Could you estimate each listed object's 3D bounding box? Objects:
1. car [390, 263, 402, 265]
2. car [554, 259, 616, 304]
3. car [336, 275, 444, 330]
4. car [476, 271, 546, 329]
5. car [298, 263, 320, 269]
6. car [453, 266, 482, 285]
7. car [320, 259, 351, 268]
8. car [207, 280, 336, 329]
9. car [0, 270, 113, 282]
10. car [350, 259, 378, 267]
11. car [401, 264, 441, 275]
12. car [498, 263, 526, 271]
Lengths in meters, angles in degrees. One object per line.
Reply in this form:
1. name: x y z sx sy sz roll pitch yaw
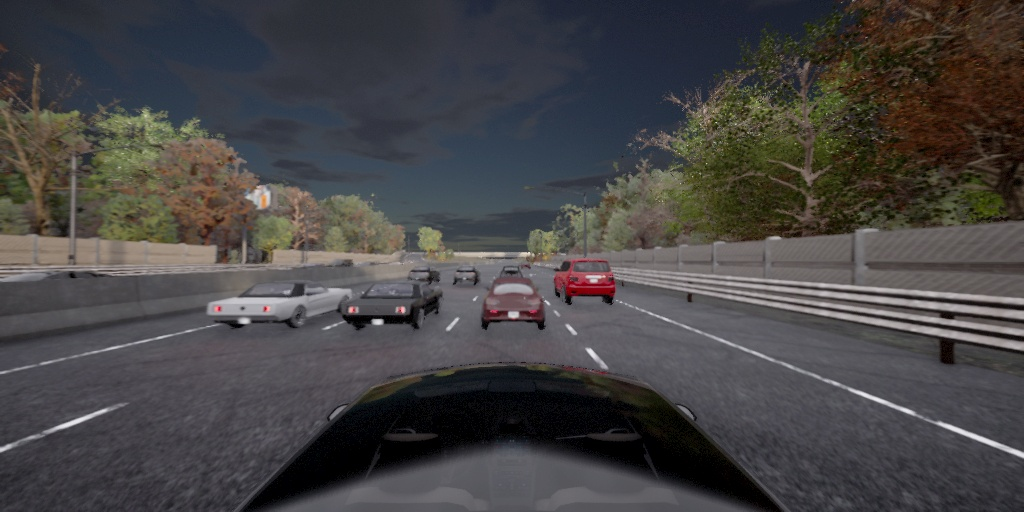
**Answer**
1. car: -17.889 1.757 55.278 1.882 1.535 5.008 0 -1 0
2. car: 3.392 1.154 17.626 2.150 2.045 5.566 0 -1 0
3. car: -3.469 1.444 11.476 1.895 1.301 4.718 0 -1 0
4. car: 0.029 1.383 11.634 1.812 1.442 4.674 0 -1 0
5. car: -28.360 1.744 51.326 2.033 1.411 5.357 0 -1 0
6. car: -3.579 1.530 29.314 2.128 1.511 4.902 0 -1 0
7. car: -24.868 1.436 51.964 2.150 2.045 5.566 0 0 0
8. car: -6.970 1.432 11.557 1.895 1.301 4.718 0 -1 0
9. car: -17.682 1.320 13.615 1.837 1.490 4.892 0 -1 0
10. car: -21.378 1.590 52.794 2.097 1.767 4.553 0 -1 0
11. car: -7.081 1.517 29.297 2.128 1.511 4.902 0 -1 0
12. car: -0.079 1.557 29.373 1.837 1.490 4.892 0 -1 0
